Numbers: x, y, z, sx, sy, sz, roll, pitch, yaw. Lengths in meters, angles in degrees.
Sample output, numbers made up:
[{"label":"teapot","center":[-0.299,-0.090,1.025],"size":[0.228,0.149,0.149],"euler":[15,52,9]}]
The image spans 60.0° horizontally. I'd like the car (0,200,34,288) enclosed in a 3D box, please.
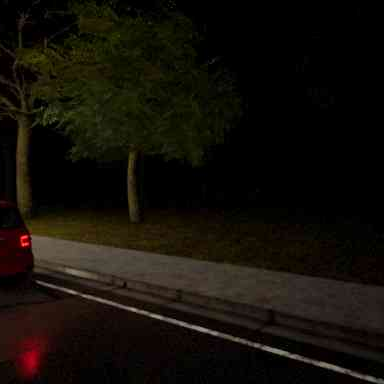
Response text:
[{"label":"car","center":[-6.008,1.177,7.862],"size":[5.566,2.045,2.150],"euler":[0,0,35]}]
